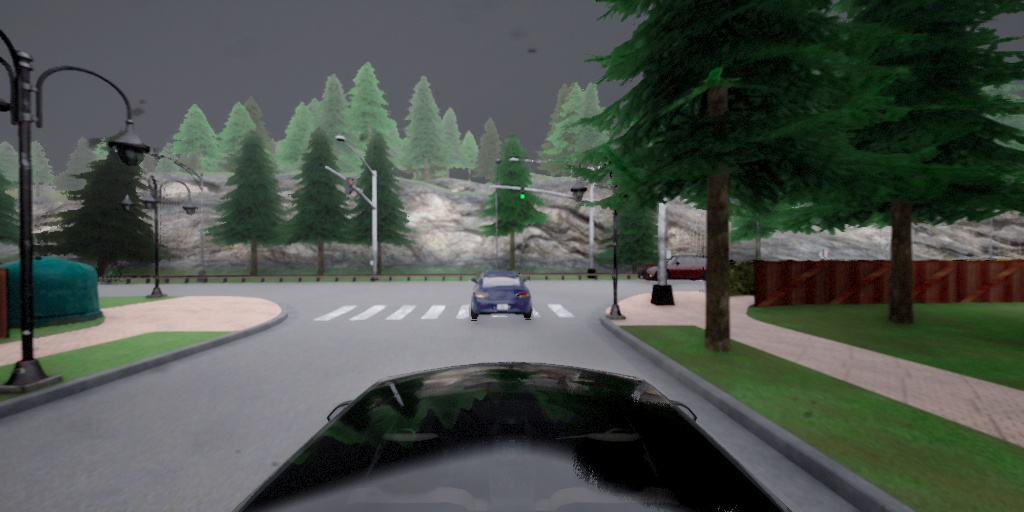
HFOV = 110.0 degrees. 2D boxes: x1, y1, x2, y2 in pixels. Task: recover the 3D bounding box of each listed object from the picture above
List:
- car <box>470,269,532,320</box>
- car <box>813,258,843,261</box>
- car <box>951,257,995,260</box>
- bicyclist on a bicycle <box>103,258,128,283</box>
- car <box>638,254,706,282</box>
[{"bbox_3d":[-0.418,1.173,12.088,1.812,1.442,4.674,0,1,-4],"label":"car"},{"bbox_3d":[20.434,0.883,23.375,4.674,1.442,1.812,0,0,-4],"label":"car"},{"bbox_3d":[30.641,0.830,24.121,4.892,1.490,1.837,0,0,-4],"label":"car"},{"bbox_3d":[-25.923,0.944,23.462,0.582,1.620,1.656,0,0,-4],"label":"bicyclist on a bicycle"},{"bbox_3d":[10.366,0.741,22.666,4.553,1.767,2.097,0,0,-4],"label":"car"}]
